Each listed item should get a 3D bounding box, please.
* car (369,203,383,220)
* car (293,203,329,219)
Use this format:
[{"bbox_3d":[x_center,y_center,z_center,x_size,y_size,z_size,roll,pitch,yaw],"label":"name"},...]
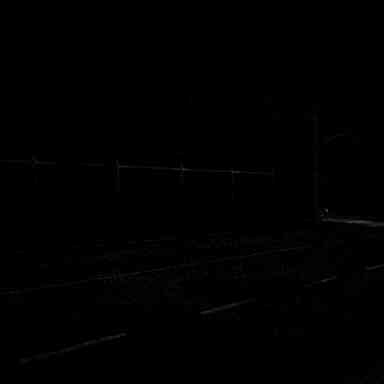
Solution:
[{"bbox_3d":[16.619,1.542,26.097,1.837,1.490,4.892,0,-1,-36],"label":"car"},{"bbox_3d":[9.690,1.656,29.731,1.895,1.301,4.718,0,0,-35],"label":"car"}]
